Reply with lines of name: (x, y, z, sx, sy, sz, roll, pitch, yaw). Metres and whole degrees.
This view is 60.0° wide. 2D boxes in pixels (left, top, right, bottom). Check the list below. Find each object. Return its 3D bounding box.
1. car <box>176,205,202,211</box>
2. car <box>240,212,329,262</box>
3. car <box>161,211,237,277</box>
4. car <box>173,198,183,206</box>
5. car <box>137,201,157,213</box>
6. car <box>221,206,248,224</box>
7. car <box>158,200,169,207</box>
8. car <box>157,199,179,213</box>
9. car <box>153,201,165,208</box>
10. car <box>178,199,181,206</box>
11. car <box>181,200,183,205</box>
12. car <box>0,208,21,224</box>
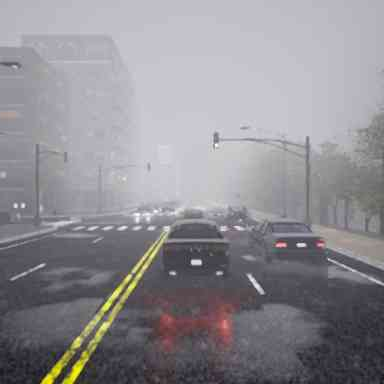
car: (0.114, 1.859, 23.168, 1.994, 1.385, 4.181, 0, -1, 0)
car: (3.359, 1.709, 12.716, 2.033, 1.411, 5.357, 0, -1, 0)
car: (0.108, 1.613, 10.690, 1.882, 1.535, 5.008, 0, -1, 0)
car: (-3.205, 2.343, 76.018, 2.097, 1.767, 4.553, 0, -1, 0)
car: (-6.565, 2.204, 47.098, 1.895, 1.301, 4.718, 0, -1, 0)
car: (3.366, 1.817, 25.579, 2.128, 1.511, 4.902, 0, -1, 0)
car: (-6.455, 2.529, 75.158, 1.994, 1.385, 4.181, 0, -1, 0)
car: (-3.316, 2.154, 47.352, 2.033, 1.411, 5.357, 0, -1, 0)
car: (-6.468, 2.445, 65.307, 1.895, 1.301, 4.718, 0, -1, 0)
car: (-3.295, 2.238, 56.951, 1.837, 1.490, 4.892, 0, -1, 0)
car: (-3.223, 2.416, 65.864, 1.994, 1.385, 4.181, 0, -1, 0)
car: (-18.324, 2.104, 30.511, 4.902, 1.511, 2.128, -1, -1, -1)
